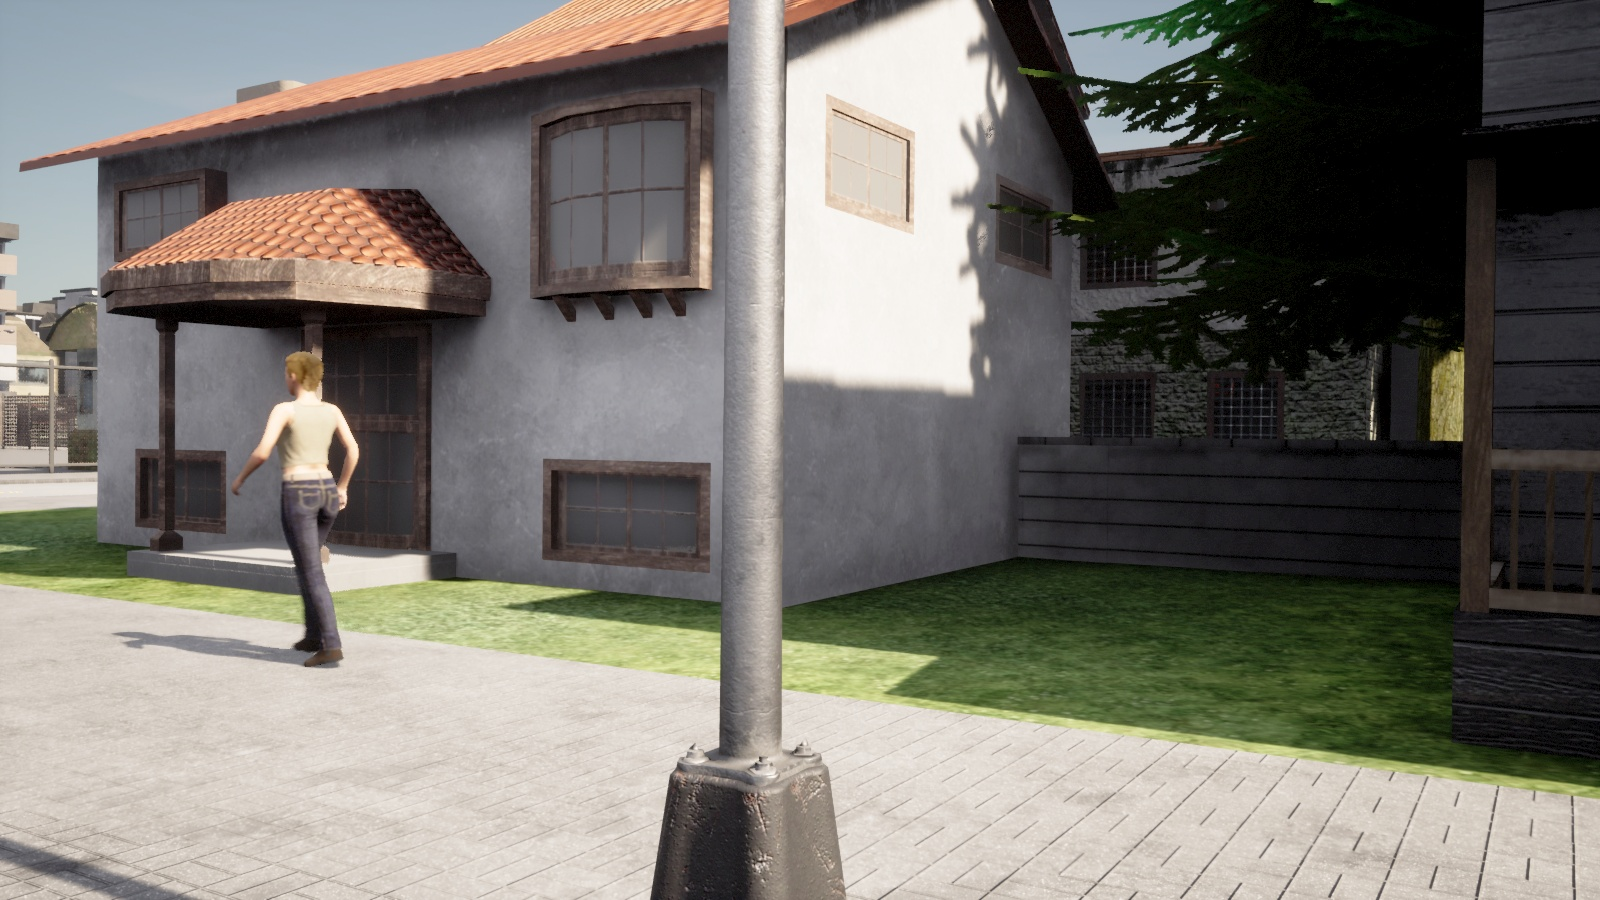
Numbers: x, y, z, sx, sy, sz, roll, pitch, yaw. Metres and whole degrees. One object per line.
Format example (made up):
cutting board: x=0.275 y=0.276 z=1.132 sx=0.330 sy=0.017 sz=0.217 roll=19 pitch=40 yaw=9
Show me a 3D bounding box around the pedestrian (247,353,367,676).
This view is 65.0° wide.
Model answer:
pedestrian: x=-2.918 y=0.366 z=7.429 sx=0.594 sy=1.836 sz=0.345 roll=0 pitch=1 yaw=31
